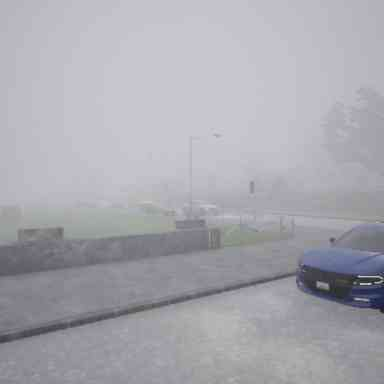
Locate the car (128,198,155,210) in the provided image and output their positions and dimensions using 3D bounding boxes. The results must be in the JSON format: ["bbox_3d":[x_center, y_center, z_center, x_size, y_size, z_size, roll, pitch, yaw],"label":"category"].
[{"bbox_3d":[-6.665,1.478,43.475,1.882,1.535,5.008,0,0,-35],"label":"car"}]

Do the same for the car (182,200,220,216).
[{"bbox_3d":[0.767,1.526,33.063,1.812,1.442,4.674,0,0,-36],"label":"car"}]

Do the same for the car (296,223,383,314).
[{"bbox_3d":[4.486,1.477,7.651,5.008,1.535,1.882,0,0,-35],"label":"car"}]
